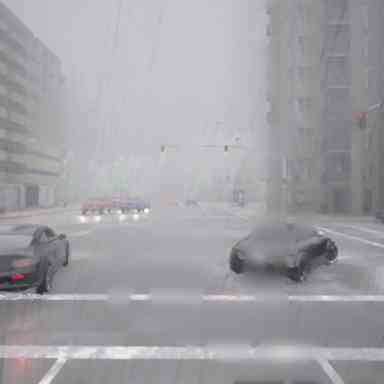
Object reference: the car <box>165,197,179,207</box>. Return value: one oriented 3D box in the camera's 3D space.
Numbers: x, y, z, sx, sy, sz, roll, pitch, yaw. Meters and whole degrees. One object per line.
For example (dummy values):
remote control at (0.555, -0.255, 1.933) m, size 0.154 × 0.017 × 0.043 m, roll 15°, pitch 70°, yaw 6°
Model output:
car at (-3.422, 1.617, 57.481) m, size 2.097 × 1.767 × 4.553 m, roll 0°, pitch 0°, yaw 0°

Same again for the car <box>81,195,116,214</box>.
car at (-10.609, 1.394, 37.486) m, size 2.150 × 2.045 × 5.566 m, roll 0°, pitch 0°, yaw 0°

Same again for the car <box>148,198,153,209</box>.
car at (-7.081, 1.724, 50.634) m, size 2.128 × 1.511 × 4.902 m, roll 0°, pitch 0°, yaw 0°

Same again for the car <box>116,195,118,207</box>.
car at (-10.593, 1.441, 47.853) m, size 2.150 × 2.045 × 5.566 m, roll 0°, pitch 0°, yaw 0°

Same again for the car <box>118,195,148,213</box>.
car at (-7.109, 1.408, 40.611) m, size 2.150 × 2.045 × 5.566 m, roll 0°, pitch 0°, yaw 0°

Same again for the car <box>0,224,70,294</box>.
car at (-4.386, 1.565, 8.604) m, size 1.812 × 1.442 × 4.674 m, roll 0°, pitch 0°, yaw -12°

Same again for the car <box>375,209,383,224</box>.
car at (15.577, 1.462, 23.621) m, size 4.553 × 1.767 × 2.097 m, roll 0°, pitch 0°, yaw 1°

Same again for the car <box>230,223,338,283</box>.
car at (2.869, 1.611, 10.011) m, size 1.994 × 1.385 × 4.181 m, roll -1°, pitch -1°, yaw 36°

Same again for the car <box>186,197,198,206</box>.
car at (-0.017, 1.640, 62.526) m, size 2.097 × 1.767 × 4.553 m, roll 0°, pitch 0°, yaw 0°
